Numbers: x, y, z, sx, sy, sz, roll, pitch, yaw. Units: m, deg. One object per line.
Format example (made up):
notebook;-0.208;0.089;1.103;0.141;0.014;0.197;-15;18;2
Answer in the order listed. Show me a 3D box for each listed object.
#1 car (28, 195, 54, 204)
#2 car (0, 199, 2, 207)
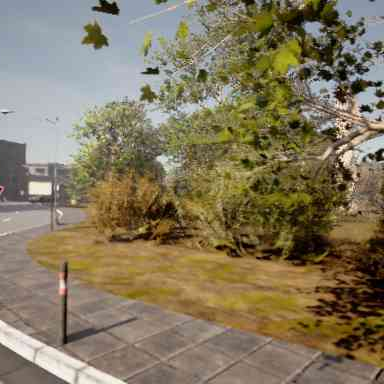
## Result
car;-23.644;1.114;52.339;2.033;1.411;5.357;1;-2;2
car;-24.484;1.151;40.857;1.895;1.301;4.718;1;1;-28
